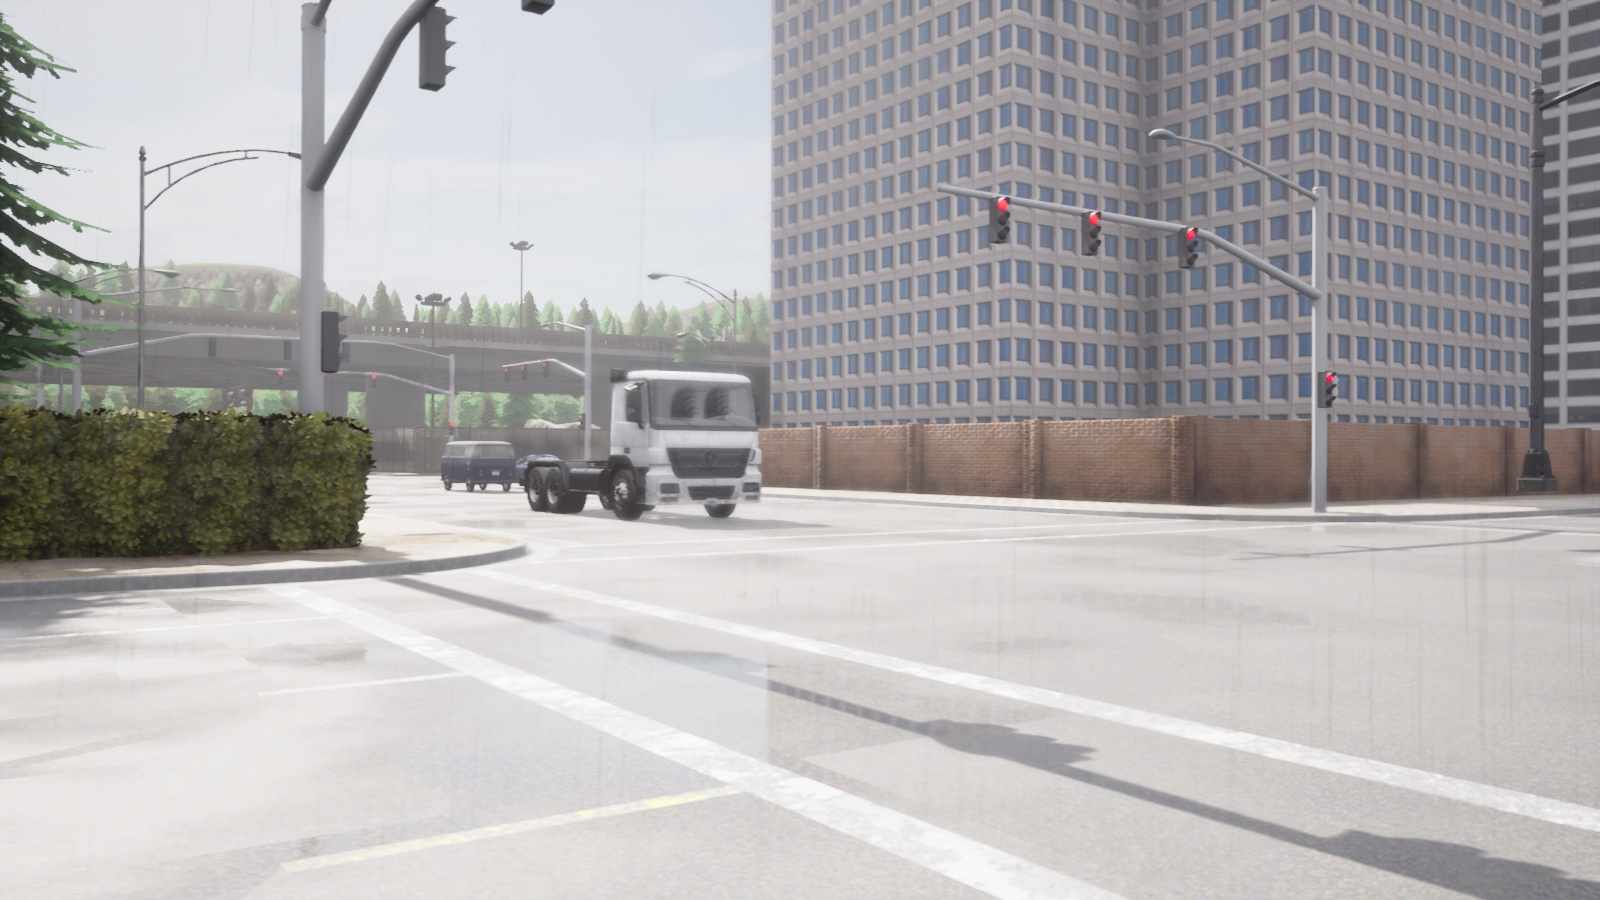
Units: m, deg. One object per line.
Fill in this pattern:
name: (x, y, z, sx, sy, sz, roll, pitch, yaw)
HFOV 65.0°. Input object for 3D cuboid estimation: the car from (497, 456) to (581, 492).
car: (-11.140, 0.970, 53.331, 1.812, 1.442, 4.674, 0, 0, -34)

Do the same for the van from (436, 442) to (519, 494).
van: (-12.754, 0.684, 49.494, 1.775, 1.987, 4.442, 0, 0, -34)

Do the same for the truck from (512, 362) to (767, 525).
truck: (-4.183, -0.123, 30.789, 2.891, 3.462, 7.936, 0, 0, -34)
